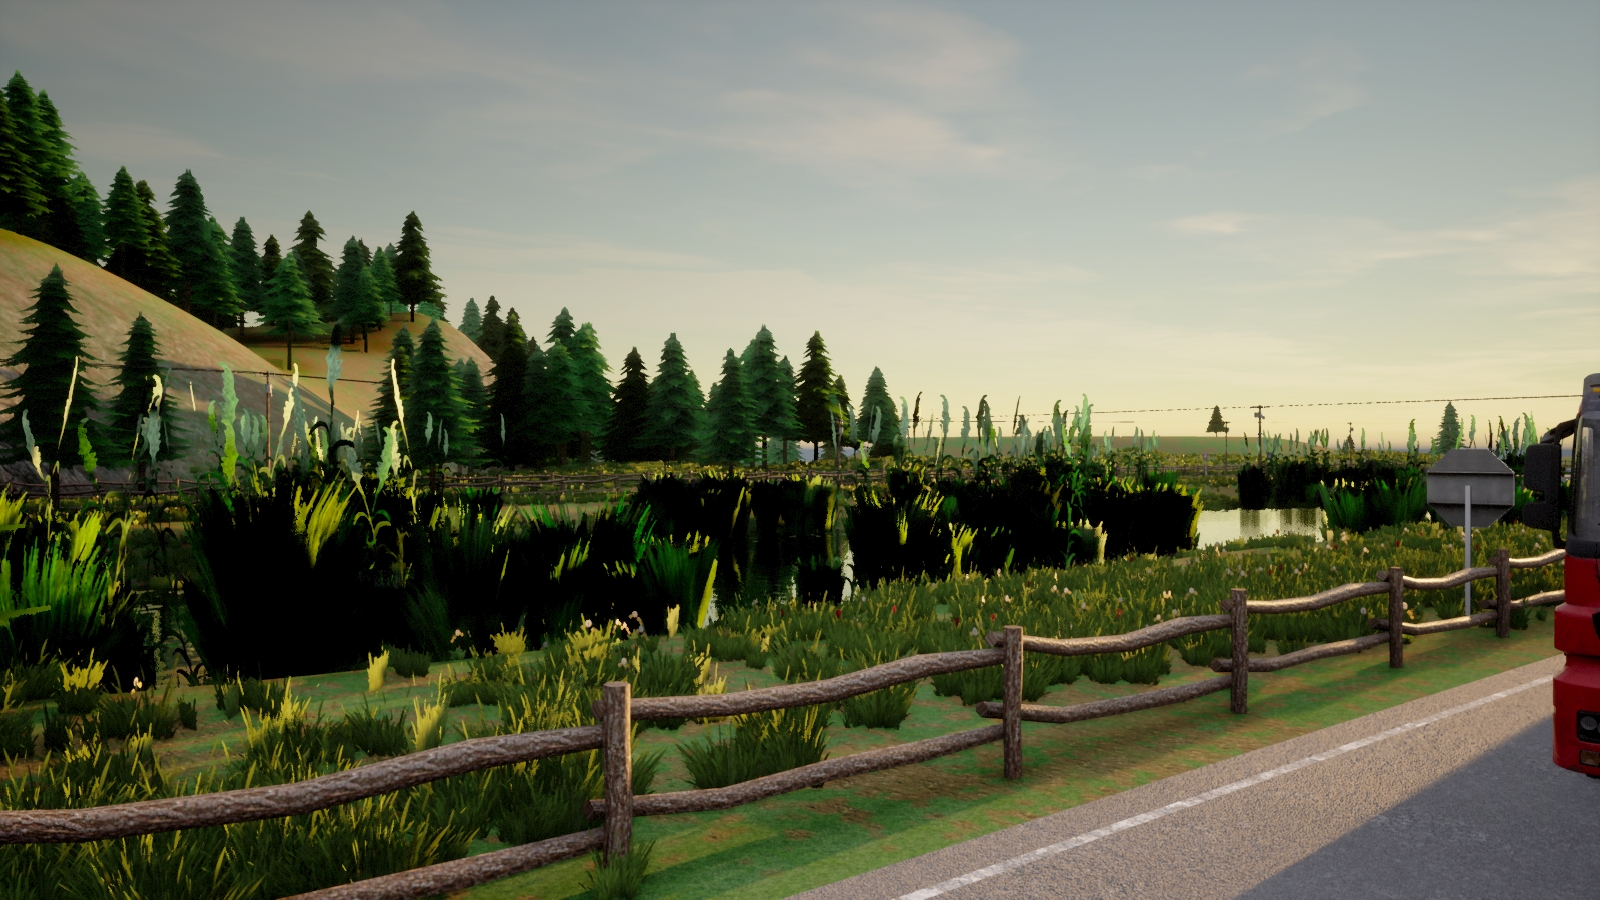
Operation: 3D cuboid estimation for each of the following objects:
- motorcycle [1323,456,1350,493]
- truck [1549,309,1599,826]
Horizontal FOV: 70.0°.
[{"bbox_3d":[34.996,1.577,74.472,2.033,2.348,0.803,0,0,-39],"label":"motorcycle"},{"bbox_3d":[9.517,0.862,10.949,2.891,3.827,8.468,0,0,40],"label":"truck"}]
